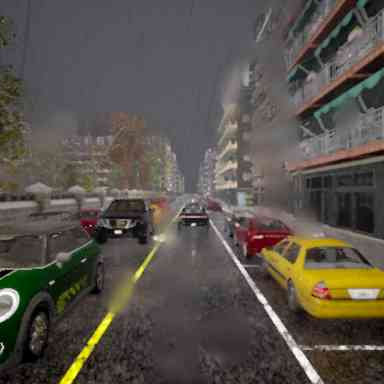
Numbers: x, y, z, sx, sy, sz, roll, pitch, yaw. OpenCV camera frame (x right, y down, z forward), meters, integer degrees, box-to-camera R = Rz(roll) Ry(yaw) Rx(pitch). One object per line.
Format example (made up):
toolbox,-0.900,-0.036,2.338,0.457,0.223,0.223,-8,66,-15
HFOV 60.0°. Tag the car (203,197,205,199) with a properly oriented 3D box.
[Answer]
car,2.676,1.817,46.088,1.887,1.381,4.507,0,0,0

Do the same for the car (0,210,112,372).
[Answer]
car,-3.093,1.386,5.912,2.097,1.767,4.553,0,0,0

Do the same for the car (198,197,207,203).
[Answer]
car,2.666,2.084,84.834,1.947,1.339,4.313,0,0,0

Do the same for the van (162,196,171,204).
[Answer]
van,-5.713,1.788,73.762,1.690,1.788,3.998,0,0,0

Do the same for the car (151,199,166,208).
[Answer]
car,-5.707,1.892,57.156,2.008,1.369,4.403,0,0,0

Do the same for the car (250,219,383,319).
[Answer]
car,2.685,1.569,7.513,1.752,1.417,4.829,0,0,0

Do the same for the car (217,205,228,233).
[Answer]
car,2.682,1.658,18.413,2.008,1.369,4.403,0,0,0

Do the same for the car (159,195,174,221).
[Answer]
car,-3.036,1.390,28.786,2.150,2.045,5.566,0,0,1

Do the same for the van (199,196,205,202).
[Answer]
van,2.664,1.895,90.371,1.690,1.788,3.998,0,0,0

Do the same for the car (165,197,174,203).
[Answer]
car,-5.714,2.069,84.831,2.008,1.369,4.403,0,0,0

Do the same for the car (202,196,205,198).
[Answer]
car,2.673,1.907,57.159,1.947,1.339,4.313,0,0,0

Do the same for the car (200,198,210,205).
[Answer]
car,2.670,1.977,68.229,1.947,1.339,4.313,0,0,0

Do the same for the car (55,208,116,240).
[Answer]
car,-5.698,1.651,18.411,1.887,1.381,4.507,0,0,0

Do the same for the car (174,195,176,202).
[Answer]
car,-5.714,1.797,79.298,2.192,1.841,5.009,0,0,0

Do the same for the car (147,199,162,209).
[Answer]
car,-5.706,1.830,51.451,1.752,1.417,4.829,0,0,0

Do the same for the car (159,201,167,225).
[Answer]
car,-3.006,1.610,22.515,1.882,1.535,5.008,0,0,0

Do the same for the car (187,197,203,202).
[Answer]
car,0.088,1.763,45.831,2.128,1.511,4.902,0,0,0

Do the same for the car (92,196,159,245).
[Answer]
car,-3.088,1.318,16.531,2.150,2.045,5.566,0,0,-1

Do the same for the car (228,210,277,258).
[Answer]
car,2.684,1.619,12.878,1.887,1.381,4.507,0,0,0

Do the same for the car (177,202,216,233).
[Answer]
car,0.096,1.612,20.761,2.128,1.511,4.902,0,0,0

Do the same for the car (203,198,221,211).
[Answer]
car,2.677,1.783,40.554,1.887,1.381,4.507,0,0,0

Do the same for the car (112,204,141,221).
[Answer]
car,-5.701,1.754,29.480,1.802,1.307,4.206,0,0,0

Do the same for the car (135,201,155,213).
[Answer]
car,-5.703,1.820,40.551,1.802,1.307,4.206,0,0,0
